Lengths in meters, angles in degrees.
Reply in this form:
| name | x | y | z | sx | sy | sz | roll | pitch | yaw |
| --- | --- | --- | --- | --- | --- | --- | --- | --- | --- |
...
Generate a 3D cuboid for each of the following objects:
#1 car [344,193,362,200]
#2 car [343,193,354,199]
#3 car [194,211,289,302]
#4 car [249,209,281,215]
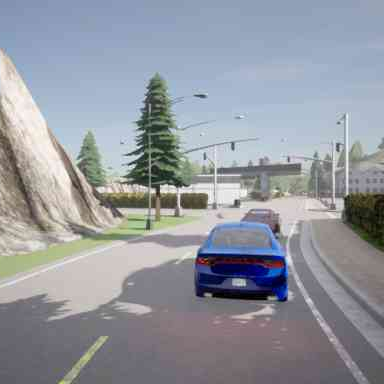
| name | x | y | z | sx | sy | sz | roll | pitch | yaw |
| --- | --- | --- | --- | --- | --- | --- | --- | --- | --- |
| car | 40.119 | 1.076 | 82.984 | 3.866 | 1.878 | 1.905 | 0 | 0 | 19 |
| car | 38.469 | 1.360 | 80.034 | 3.806 | 1.475 | 1.970 | 0 | 0 | 19 |
| car | 1.281 | 1.478 | 8.440 | 1.882 | 1.535 | 5.008 | 0 | 0 | 10 |
| car | 3.677 | 1.564 | 17.631 | 1.994 | 1.385 | 4.181 | 0 | 0 | 17 |
